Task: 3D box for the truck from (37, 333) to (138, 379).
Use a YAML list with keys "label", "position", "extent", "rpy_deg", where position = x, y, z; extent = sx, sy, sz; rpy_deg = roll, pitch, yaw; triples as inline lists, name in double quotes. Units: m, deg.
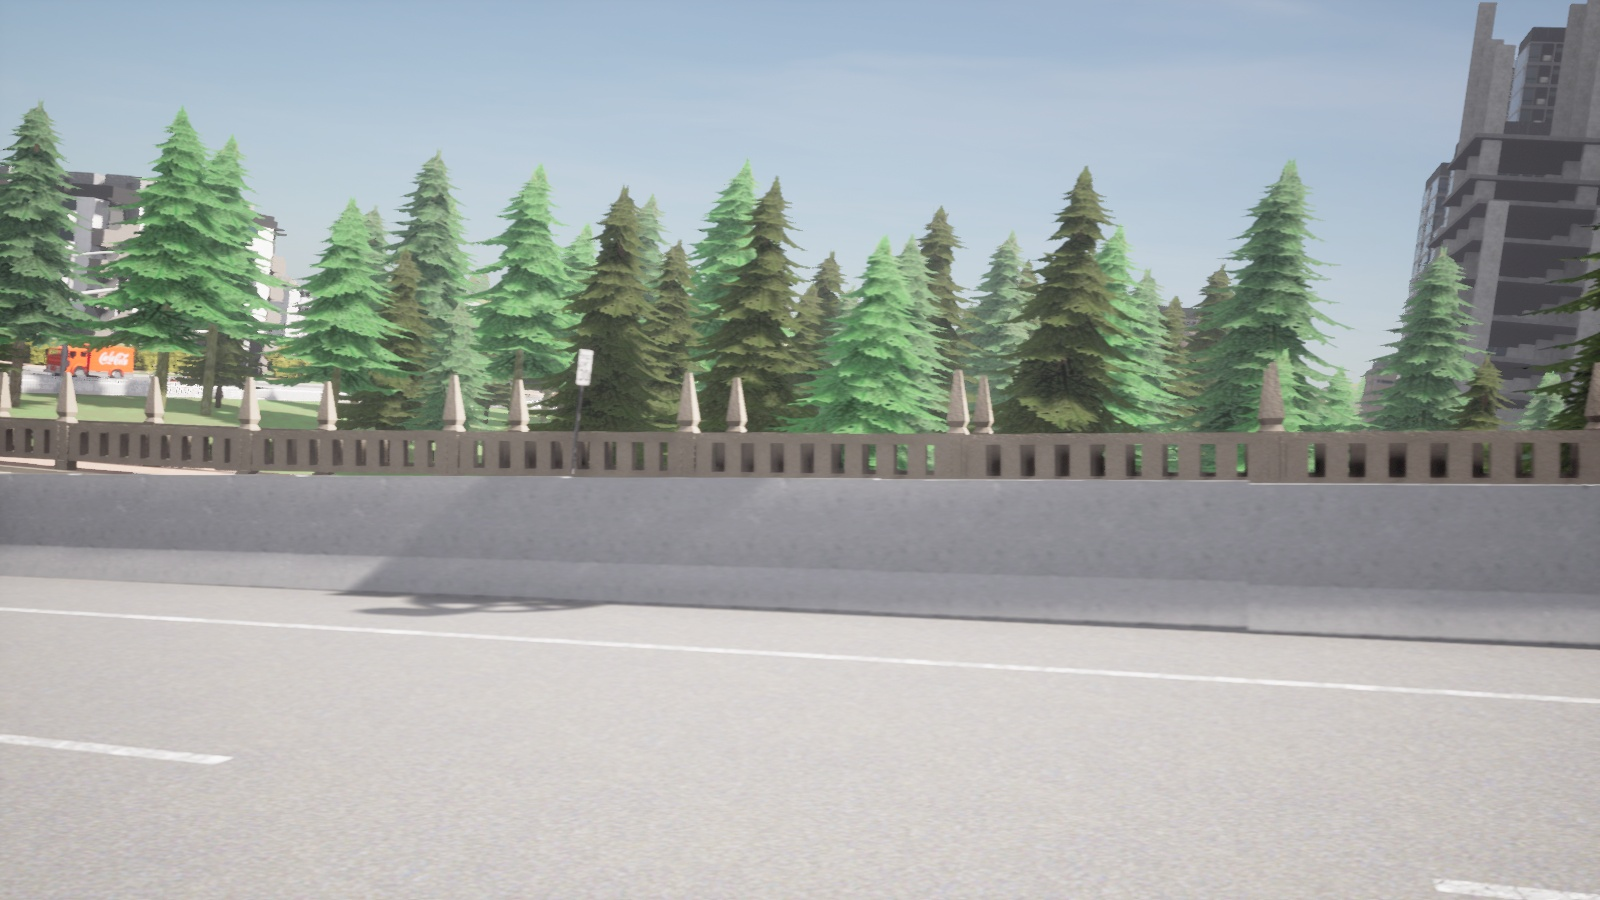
- label: "truck"
  position: [-47.469, -6.222, 83.755]
  extent: [2.627, 2.467, 5.204]
  rpy_deg: [8, 3, 20]
